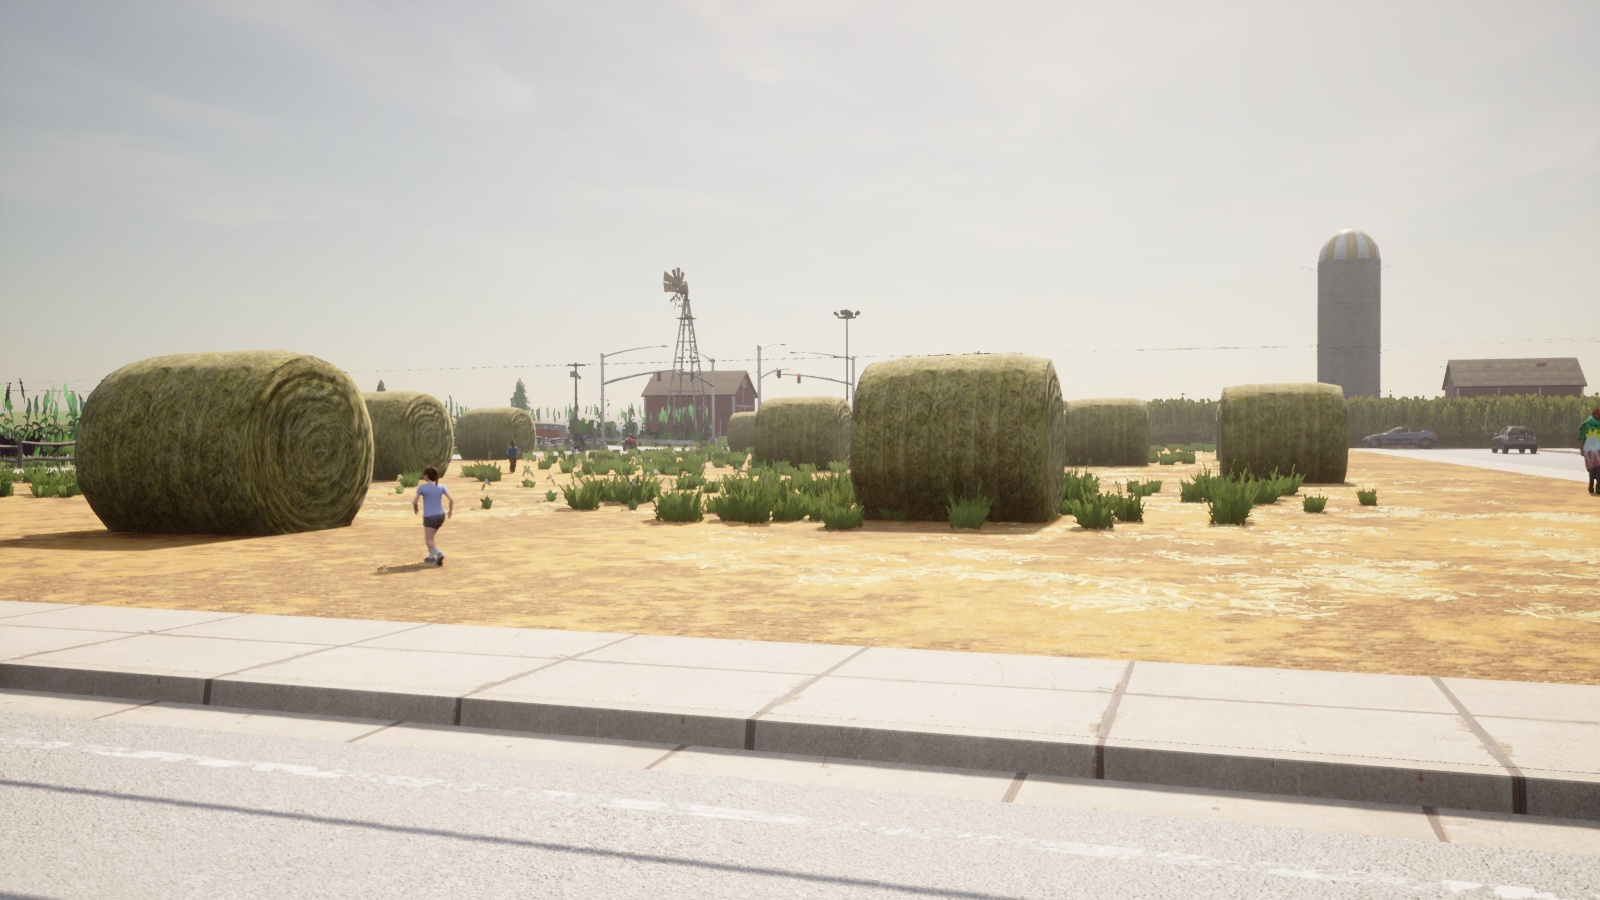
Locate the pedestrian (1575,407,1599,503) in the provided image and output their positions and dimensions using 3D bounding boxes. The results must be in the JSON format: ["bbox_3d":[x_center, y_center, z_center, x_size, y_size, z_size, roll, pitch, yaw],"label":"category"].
[{"bbox_3d":[16.535,0.093,26.021,0.659,1.952,0.873,1,1,22],"label":"pedestrian"}]

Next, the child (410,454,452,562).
[{"bbox_3d":[-3.901,0.605,13.262,0.394,1.110,0.255,1,1,42],"label":"child"}]

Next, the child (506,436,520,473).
[{"bbox_3d":[-9.246,0.150,40.427,0.343,1.192,0.448,0,1,-28],"label":"child"}]

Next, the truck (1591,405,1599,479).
[{"bbox_3d":[27.713,-0.242,40.359,2.627,2.467,5.204,0,1,18],"label":"truck"}]

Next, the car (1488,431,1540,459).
[{"bbox_3d":[42.010,-0.328,73.927,1.851,1.617,3.988,1,1,18],"label":"car"}]
